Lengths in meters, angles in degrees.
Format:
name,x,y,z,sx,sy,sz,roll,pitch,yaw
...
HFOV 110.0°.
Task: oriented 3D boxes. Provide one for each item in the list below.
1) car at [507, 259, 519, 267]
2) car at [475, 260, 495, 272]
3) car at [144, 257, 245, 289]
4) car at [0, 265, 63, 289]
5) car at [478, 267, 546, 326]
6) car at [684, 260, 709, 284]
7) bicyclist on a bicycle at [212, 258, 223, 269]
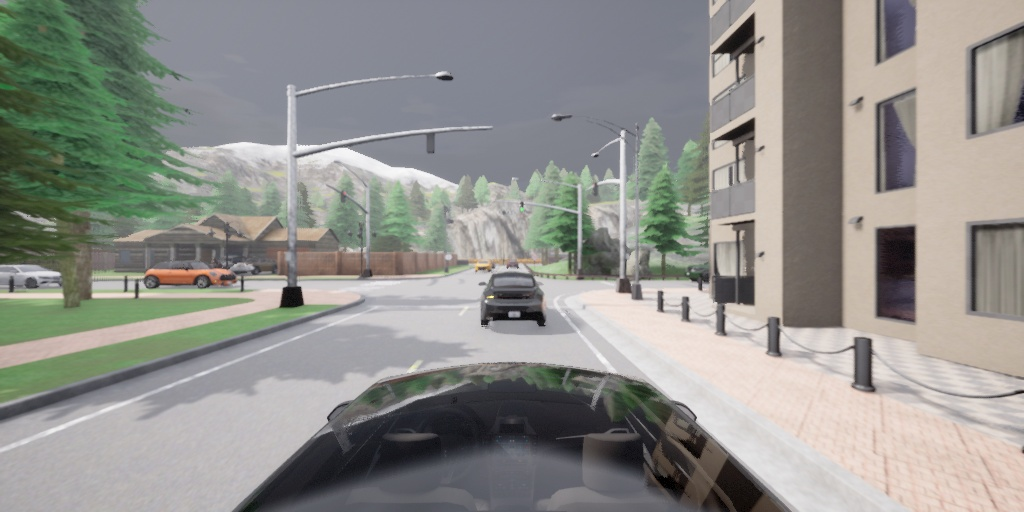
name,x,y,z,sx,sy,sz,roll,pitch,yaw
car,0.109,1.274,58.559,1.812,1.442,4.674,0,0,0
car,-3.570,1.227,45.198,1.882,1.535,5.008,0,0,0
car,-19.942,1.088,22.436,4.553,1.767,2.097,0,0,-1
car,-30.208,1.262,22.213,4.674,1.442,1.812,0,0,-1
car,-0.027,1.254,11.621,1.837,1.490,4.892,0,0,-2
car,16.023,0.986,27.034,5.566,2.045,2.150,0,0,-1
bicyclist on a bicycle,-24.552,1.016,29.830,0.582,1.620,1.656,0,0,-1
